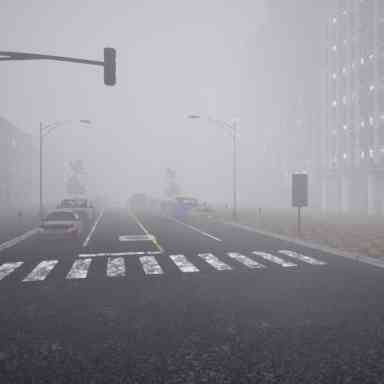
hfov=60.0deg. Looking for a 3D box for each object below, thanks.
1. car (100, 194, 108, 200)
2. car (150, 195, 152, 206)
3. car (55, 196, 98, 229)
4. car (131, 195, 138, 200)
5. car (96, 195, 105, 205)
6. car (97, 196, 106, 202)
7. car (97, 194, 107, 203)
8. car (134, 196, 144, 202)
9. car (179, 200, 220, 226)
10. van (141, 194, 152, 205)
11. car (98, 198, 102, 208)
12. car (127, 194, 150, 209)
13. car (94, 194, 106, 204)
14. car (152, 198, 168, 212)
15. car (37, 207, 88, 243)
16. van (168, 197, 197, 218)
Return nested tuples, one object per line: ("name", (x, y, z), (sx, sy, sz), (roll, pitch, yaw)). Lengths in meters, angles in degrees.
("car", (-24.268, 1.466, 91.567), (1.967, 1.590, 4.097), (0, 0, -13))
("car", (-5.802, 1.578, 50.322), (1.947, 1.339, 4.313), (0, 0, -13))
("car", (-7.504, 1.319, 21.377), (2.192, 1.841, 5.009), (0, 0, -13))
("car", (-16.157, 1.552, 93.681), (1.752, 1.417, 4.829), (0, 0, -13))
("car", (-13.913, 1.536, 48.208), (1.752, 1.417, 4.829), (0, 0, -13))
("car", (-20.361, 1.545, 75.204), (1.752, 1.417, 4.829), (0, 0, -13))
("car", (-16.532, 1.565, 59.171), (2.008, 1.369, 4.403), (0, 0, -13))
("car", (-12.250, 1.586, 77.318), (1.947, 1.339, 4.313), (0, 0, -13))
("car", (0.605, 1.531, 23.491), (1.752, 1.417, 4.829), (0, 0, -13))
("van", (-8.379, 1.356, 61.121), (1.690, 1.788, 3.998), (0, 0, -13))
("car", (-10.085, 1.558, 32.175), (2.008, 1.369, 4.403), (0, 0, -13))
("car", (-7.621, 1.233, 46.785), (2.150, 2.045, 5.566), (0, 0, -13))
("car", (-17.820, 1.331, 64.571), (2.192, 1.841, 5.009), (0, 0, -13))
("car", (-3.224, 1.560, 39.523), (2.008, 1.369, 4.403), (0, 0, -13))
("car", (-6.216, 1.585, 15.978), (1.802, 1.307, 4.206), (0, 0, -13))
("van", (-0.643, 1.348, 28.726), (1.690, 1.788, 3.998), (0, 0, -13))
